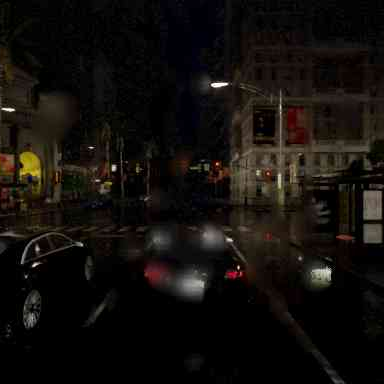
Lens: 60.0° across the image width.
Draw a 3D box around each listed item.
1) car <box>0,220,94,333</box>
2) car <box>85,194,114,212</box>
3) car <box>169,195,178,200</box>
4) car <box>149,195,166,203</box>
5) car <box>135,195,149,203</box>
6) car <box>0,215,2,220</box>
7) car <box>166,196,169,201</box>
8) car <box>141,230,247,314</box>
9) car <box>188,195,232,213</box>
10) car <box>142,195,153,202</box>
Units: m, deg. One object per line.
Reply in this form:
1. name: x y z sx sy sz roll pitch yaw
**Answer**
1. car: -3.461 1.492 6.772 2.128 1.511 4.902 0 0 0
2. car: -10.705 1.222 38.833 2.150 2.045 5.566 0 0 0
3. car: -5.446 1.478 94.285 1.882 1.535 5.008 0 0 16
4. car: -7.187 1.525 70.066 2.128 1.511 4.902 0 0 0
5. car: -10.688 1.540 70.328 2.033 1.411 5.357 0 0 0
6. car: -10.638 1.352 14.979 2.097 1.767 4.553 0 0 0
7. car: -7.208 1.524 80.113 1.812 1.442 4.674 0 0 0
8. car: 0.043 1.564 7.710 1.994 1.385 4.181 0 0 0
9. car: 1.969 1.477 36.612 5.008 1.535 1.882 0 1 30
10. car: -10.711 1.524 80.307 1.812 1.442 4.674 0 0 0
